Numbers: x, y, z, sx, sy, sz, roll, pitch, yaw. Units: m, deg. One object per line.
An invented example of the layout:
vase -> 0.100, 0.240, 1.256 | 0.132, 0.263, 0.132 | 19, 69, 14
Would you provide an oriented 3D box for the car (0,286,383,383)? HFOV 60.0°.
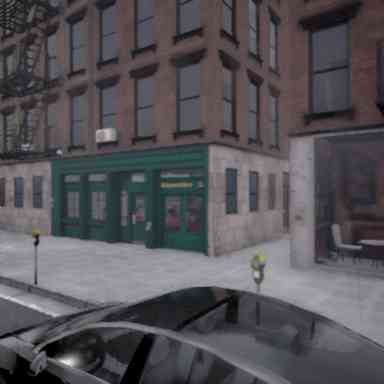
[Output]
car -> -0.176, 1.569, 2.935 | 4.313, 1.339, 1.947 | 0, 0, 35
